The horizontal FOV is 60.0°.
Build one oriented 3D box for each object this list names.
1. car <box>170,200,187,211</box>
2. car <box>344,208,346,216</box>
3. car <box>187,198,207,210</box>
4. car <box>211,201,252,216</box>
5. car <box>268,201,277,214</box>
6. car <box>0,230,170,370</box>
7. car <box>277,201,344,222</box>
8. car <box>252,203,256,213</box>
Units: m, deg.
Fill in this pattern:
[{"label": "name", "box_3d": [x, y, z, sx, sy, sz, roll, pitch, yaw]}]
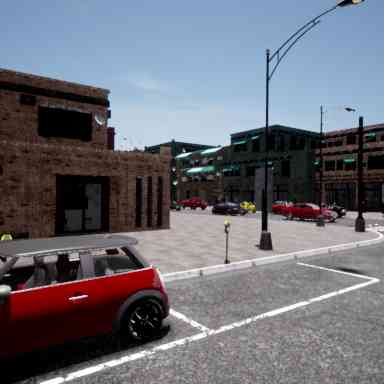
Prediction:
[{"label": "car", "box_3d": [-3.202, 1.850, 45.700, 1.837, 1.490, 4.892, 1, -1, -35]}, {"label": "car", "box_3d": [12.902, 1.812, 32.652, 1.947, 1.339, 4.313, 0, -1, -35]}, {"label": "car", "box_3d": [0.233, 1.773, 50.876, 2.192, 1.841, 5.009, 0, -1, -35]}, {"label": "car", "box_3d": [3.917, 1.789, 35.444, 1.994, 1.385, 4.181, 1, -1, -35]}, {"label": "car", "box_3d": [9.735, 1.739, 37.209, 1.967, 1.590, 4.097, 0, -1, -35]}, {"label": "car", "box_3d": [-2.435, 1.440, 4.808, 4.097, 1.590, 1.967, 0, 1, -36]}, {"label": "car", "box_3d": [9.574, 1.656, 27.255, 1.812, 1.442, 4.674, 1, -1, -34]}, {"label": "car", "box_3d": [6.471, 1.879, 41.903, 1.752, 1.417, 4.829, 0, -1, -35]}]
